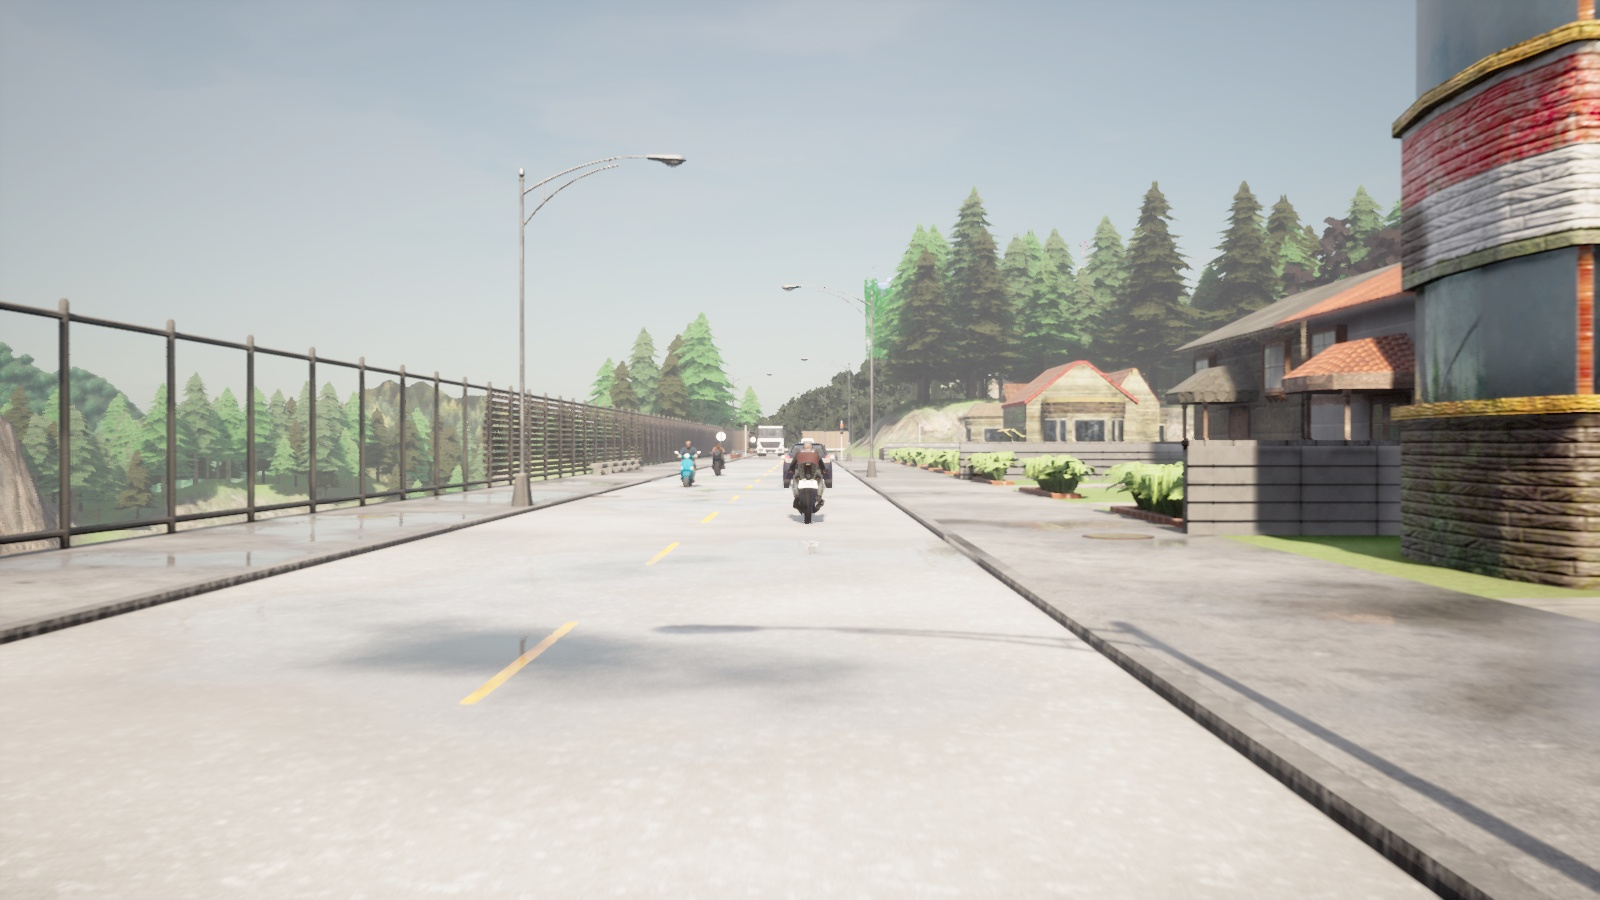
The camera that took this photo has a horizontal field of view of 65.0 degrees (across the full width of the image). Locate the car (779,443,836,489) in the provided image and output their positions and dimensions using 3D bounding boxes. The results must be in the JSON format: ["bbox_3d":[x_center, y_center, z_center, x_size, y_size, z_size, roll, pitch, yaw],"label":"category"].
[{"bbox_3d":[0.259,0.519,42.846,1.845,1.501,3.633,0,0,0],"label":"car"}]

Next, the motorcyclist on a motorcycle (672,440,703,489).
[{"bbox_3d":[-3.746,0.461,41.918,0.866,1.590,1.817,0,0,0],"label":"motorcyclist on a motorcycle"}]

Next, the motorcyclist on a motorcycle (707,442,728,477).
[{"bbox_3d":[-3.666,0.410,56.054,0.797,1.523,2.044,0,0,0],"label":"motorcyclist on a motorcycle"}]

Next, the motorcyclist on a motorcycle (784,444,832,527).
[{"bbox_3d":[0.153,0.645,24.186,0.866,1.530,2.191,0,0,0],"label":"motorcyclist on a motorcycle"}]
